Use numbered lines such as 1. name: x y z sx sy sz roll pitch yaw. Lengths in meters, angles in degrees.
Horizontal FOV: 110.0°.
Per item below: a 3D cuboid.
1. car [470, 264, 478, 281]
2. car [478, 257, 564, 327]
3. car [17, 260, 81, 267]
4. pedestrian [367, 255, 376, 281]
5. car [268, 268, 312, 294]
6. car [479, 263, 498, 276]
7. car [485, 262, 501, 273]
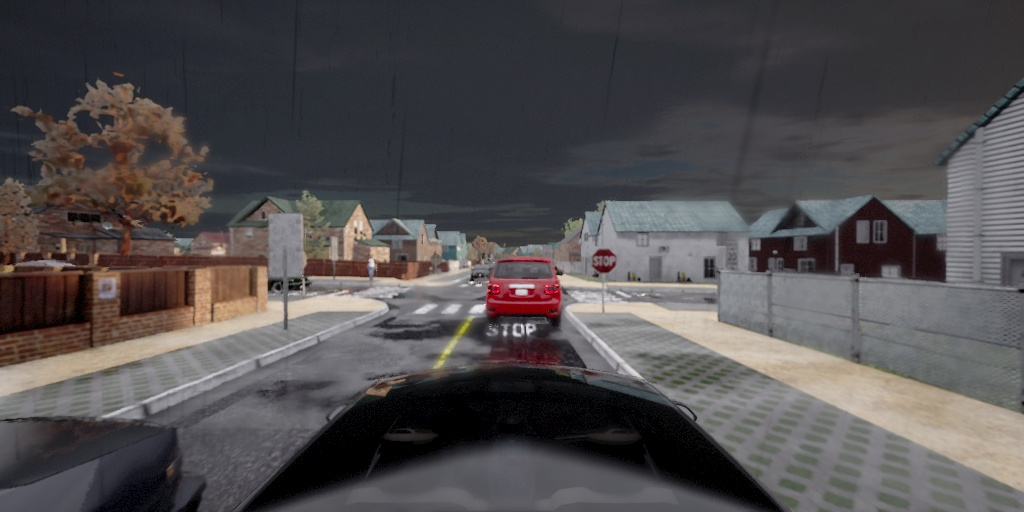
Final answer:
1. car: -2.826 1.502 34.023 1.837 1.490 4.892 0 0 0
2. car: 0.547 1.052 12.077 2.150 2.045 5.566 0 0 6
3. car: -24.285 0.969 19.048 4.674 1.442 1.812 1 1 1
4. pedestrian: -9.662 0.793 24.655 0.375 1.860 0.375 0 0 1
5. car: -13.269 1.268 18.895 4.718 1.301 1.895 1 1 0
6. car: -2.799 1.617 43.855 2.033 1.411 5.357 0 0 0
7. car: -2.792 1.633 53.865 2.128 1.511 4.902 0 0 0
